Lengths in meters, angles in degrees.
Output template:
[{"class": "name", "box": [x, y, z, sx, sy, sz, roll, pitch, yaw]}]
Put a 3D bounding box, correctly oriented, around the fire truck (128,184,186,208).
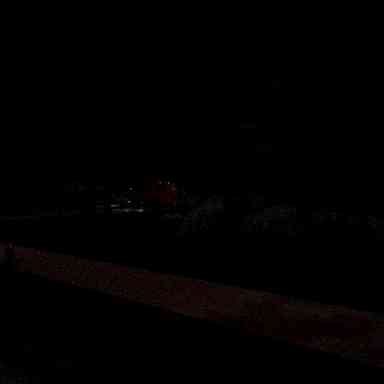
[{"class": "fire truck", "box": [-4.359, 0.080, 43.209, 2.891, 3.827, 8.468, 0, 0, 35]}]
